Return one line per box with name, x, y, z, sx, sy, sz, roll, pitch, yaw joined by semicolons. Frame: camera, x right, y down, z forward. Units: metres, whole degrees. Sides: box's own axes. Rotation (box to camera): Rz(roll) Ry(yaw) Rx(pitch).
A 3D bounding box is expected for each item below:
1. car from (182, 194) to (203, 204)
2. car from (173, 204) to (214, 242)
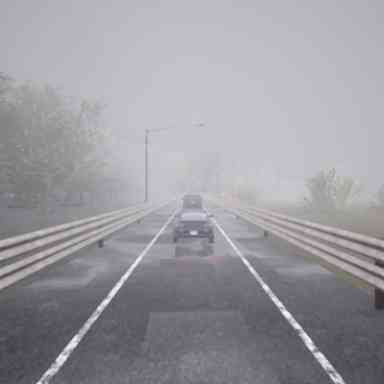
car;0.075;1.225;36.631;2.150;2.045;5.566;0;0;0
car;0.077;1.528;16.167;1.812;1.442;4.674;0;0;0
